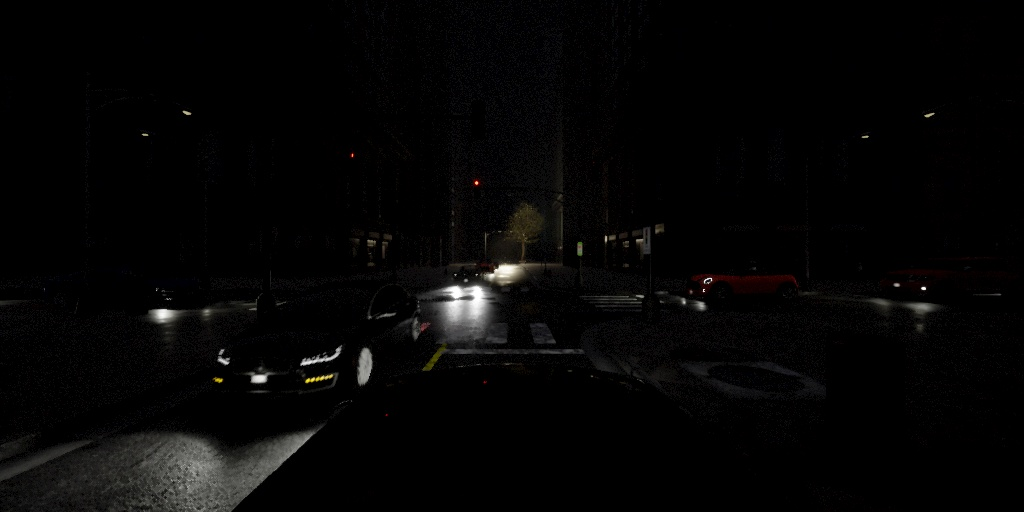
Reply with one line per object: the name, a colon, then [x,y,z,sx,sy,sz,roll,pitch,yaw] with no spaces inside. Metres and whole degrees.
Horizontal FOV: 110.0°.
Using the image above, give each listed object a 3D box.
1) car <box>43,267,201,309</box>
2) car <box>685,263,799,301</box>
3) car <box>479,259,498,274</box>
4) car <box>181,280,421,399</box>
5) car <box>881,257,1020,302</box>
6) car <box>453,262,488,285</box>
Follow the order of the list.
car: [-14.907,1.177,13.895,5.008,1.535,1.882,0,0,2]
car: [10.785,1.139,17.088,4.553,1.767,2.097,0,0,0]
car: [-3.083,1.108,41.595,2.097,1.767,4.553,0,0,0]
car: [-3.099,1.255,6.825,1.837,1.490,4.892,0,0,0]
car: [21.114,1.041,17.077,5.566,2.045,2.150,0,0,0]
car: [-3.091,1.351,26.293,1.895,1.301,4.718,0,0,0]
